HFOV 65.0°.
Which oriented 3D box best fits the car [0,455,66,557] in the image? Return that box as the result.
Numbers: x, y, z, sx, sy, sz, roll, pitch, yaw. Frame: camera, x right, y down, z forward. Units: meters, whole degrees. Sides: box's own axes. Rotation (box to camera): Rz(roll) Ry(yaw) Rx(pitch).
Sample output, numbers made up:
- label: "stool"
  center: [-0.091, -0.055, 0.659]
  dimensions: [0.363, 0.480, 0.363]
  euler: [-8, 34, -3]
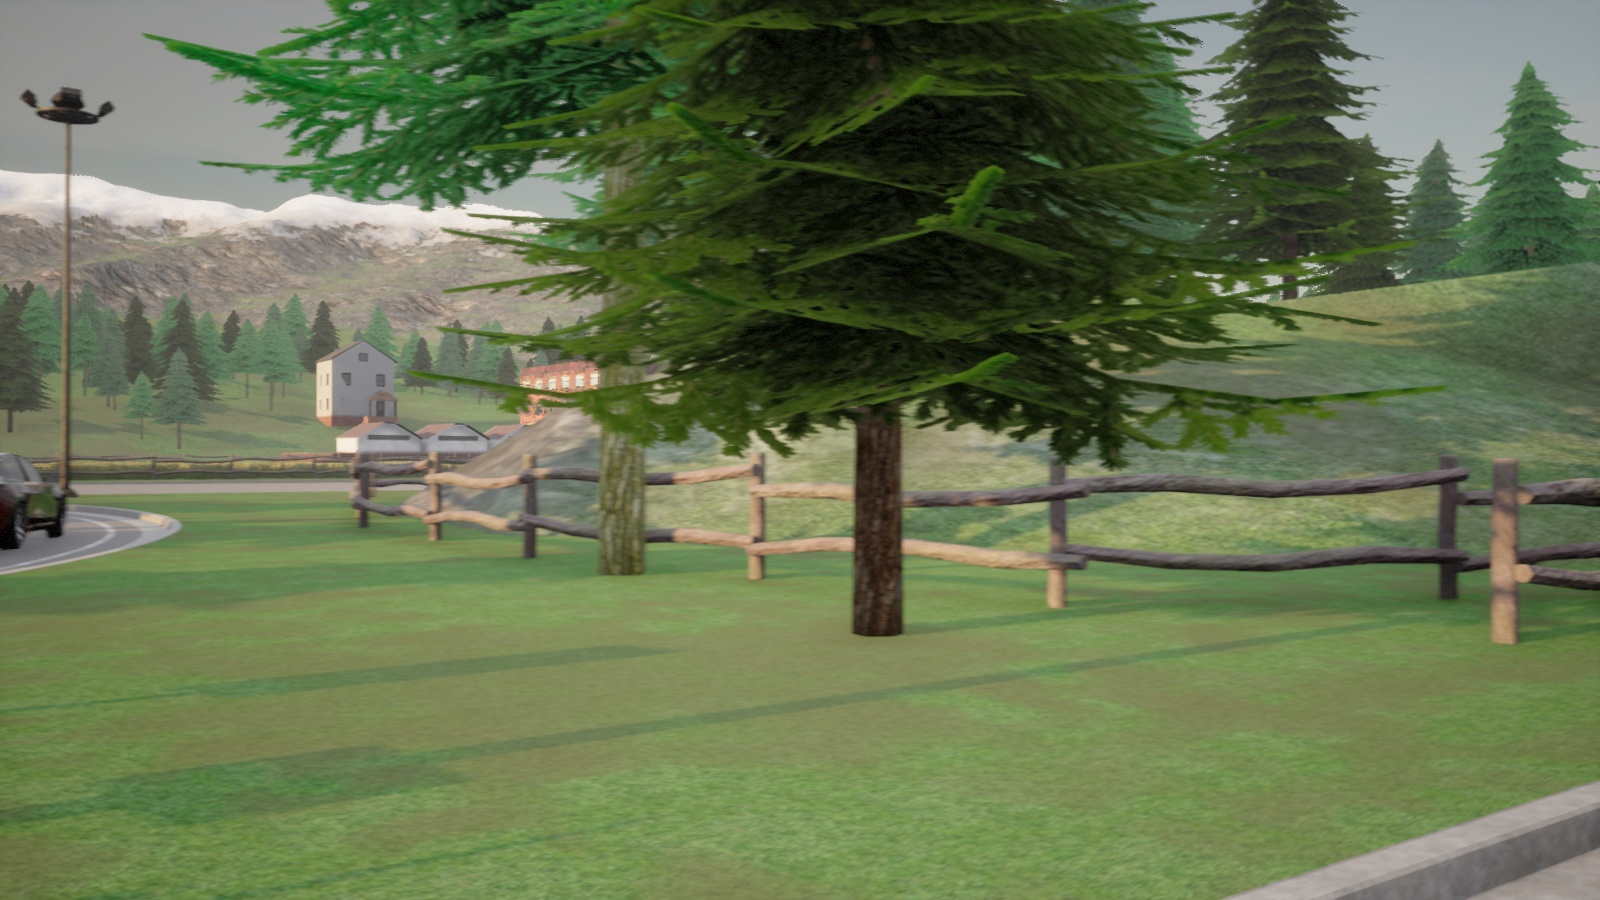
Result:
- label: "car"
  center: [-13.452, 0.823, 20.033]
  dimensions: [2.163, 1.488, 4.792]
  euler: [0, 0, -20]
